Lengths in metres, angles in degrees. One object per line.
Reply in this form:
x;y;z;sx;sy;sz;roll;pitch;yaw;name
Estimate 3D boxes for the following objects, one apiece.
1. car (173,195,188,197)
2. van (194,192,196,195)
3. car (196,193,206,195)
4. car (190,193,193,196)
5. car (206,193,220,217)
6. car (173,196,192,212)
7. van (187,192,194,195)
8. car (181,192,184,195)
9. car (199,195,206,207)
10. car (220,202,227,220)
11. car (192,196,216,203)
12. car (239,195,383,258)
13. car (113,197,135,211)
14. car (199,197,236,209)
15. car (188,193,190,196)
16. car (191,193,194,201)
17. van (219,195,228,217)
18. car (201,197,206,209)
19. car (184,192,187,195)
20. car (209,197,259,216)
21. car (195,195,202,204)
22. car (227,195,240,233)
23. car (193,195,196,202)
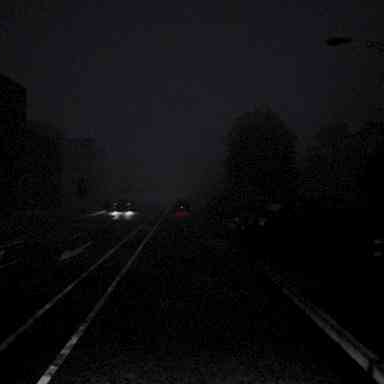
-1.915;1.641;54.349;1.994;1.385;4.181;0;0;-3;car
3.182;1.315;60.383;4.442;1.987;1.878;1;0;-24;van
3.507;1.441;51.419;4.553;1.767;2.185;1;0;-23;car
2.879;1.513;66.338;5.366;1.575;1.946;1;0;-24;car
4.459;1.314;27.736;5.566;2.045;2.435;1;0;-22;car
-1.273;1.597;41.341;1.837;1.490;4.892;0;-1;-2;car
1.732;1.221;78.021;4.442;1.987;1.878;1;1;-25;van
0.798;1.137;89.924;5.566;2.045;2.435;1;0;-26;car
4.067;1.578;42.593;5.366;1.575;1.946;1;0;-22;car
4.588;1.532;18.764;5.366;1.575;1.946;1;0;-22;car
2.498;1.539;69.227;4.674;1.452;2.002;1;0;-24;car
4.987;1.265;12.950;5.566;2.045;2.435;1;-1;-22;car
-8.398;1.454;41.567;2.097;1.767;4.553;0;0;-2;car
3.672;1.574;48.461;4.892;1.521;2.231;1;0;-23;car
2.068;1.505;75.113;4.674;1.452;2.002;1;0;-25;car
2.891;1.528;63.299;5.008;1.535;2.097;1;0;-24;car
4.642;1.332;24.814;4.442;1.987;1.878;1;0;-22;van
4.026;1.609;39.574;4.792;1.488;2.163;1;0;-22;car
1.418;1.426;80.954;5.366;1.575;1.946;1;1;-25;car
4.244;1.450;33.650;4.553;1.767;2.185;1;0;-22;car
3.613;1.572;45.419;5.366;1.575;1.946;1;0;-22;car
4.835;1.275;15.875;5.566;2.045;2.435;1;0;-22;car
3.240;1.590;57.365;4.674;1.452;2.002;1;0;-23;car
